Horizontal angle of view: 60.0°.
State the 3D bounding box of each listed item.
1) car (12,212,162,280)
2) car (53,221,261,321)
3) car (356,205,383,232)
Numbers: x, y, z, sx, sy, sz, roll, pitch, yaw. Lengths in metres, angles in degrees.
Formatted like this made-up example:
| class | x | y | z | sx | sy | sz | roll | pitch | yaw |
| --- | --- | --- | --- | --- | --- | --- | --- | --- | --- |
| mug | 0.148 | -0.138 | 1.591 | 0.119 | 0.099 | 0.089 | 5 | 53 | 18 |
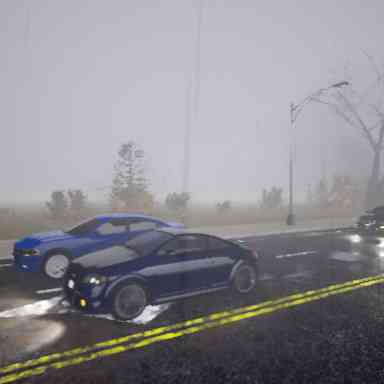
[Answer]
| class | x | y | z | sx | sy | sz | roll | pitch | yaw |
| --- | --- | --- | --- | --- | --- | --- | --- | --- | --- |
| car | -2.443 | 1.387 | 9.785 | 5.008 | 1.535 | 1.882 | 0 | 1 | -34 |
| car | -0.525 | 1.506 | 7.159 | 4.181 | 1.385 | 1.994 | 0 | 0 | -33 |
| car | 11.052 | 1.445 | 18.370 | 4.892 | 1.490 | 1.837 | 0 | 1 | -32 |
